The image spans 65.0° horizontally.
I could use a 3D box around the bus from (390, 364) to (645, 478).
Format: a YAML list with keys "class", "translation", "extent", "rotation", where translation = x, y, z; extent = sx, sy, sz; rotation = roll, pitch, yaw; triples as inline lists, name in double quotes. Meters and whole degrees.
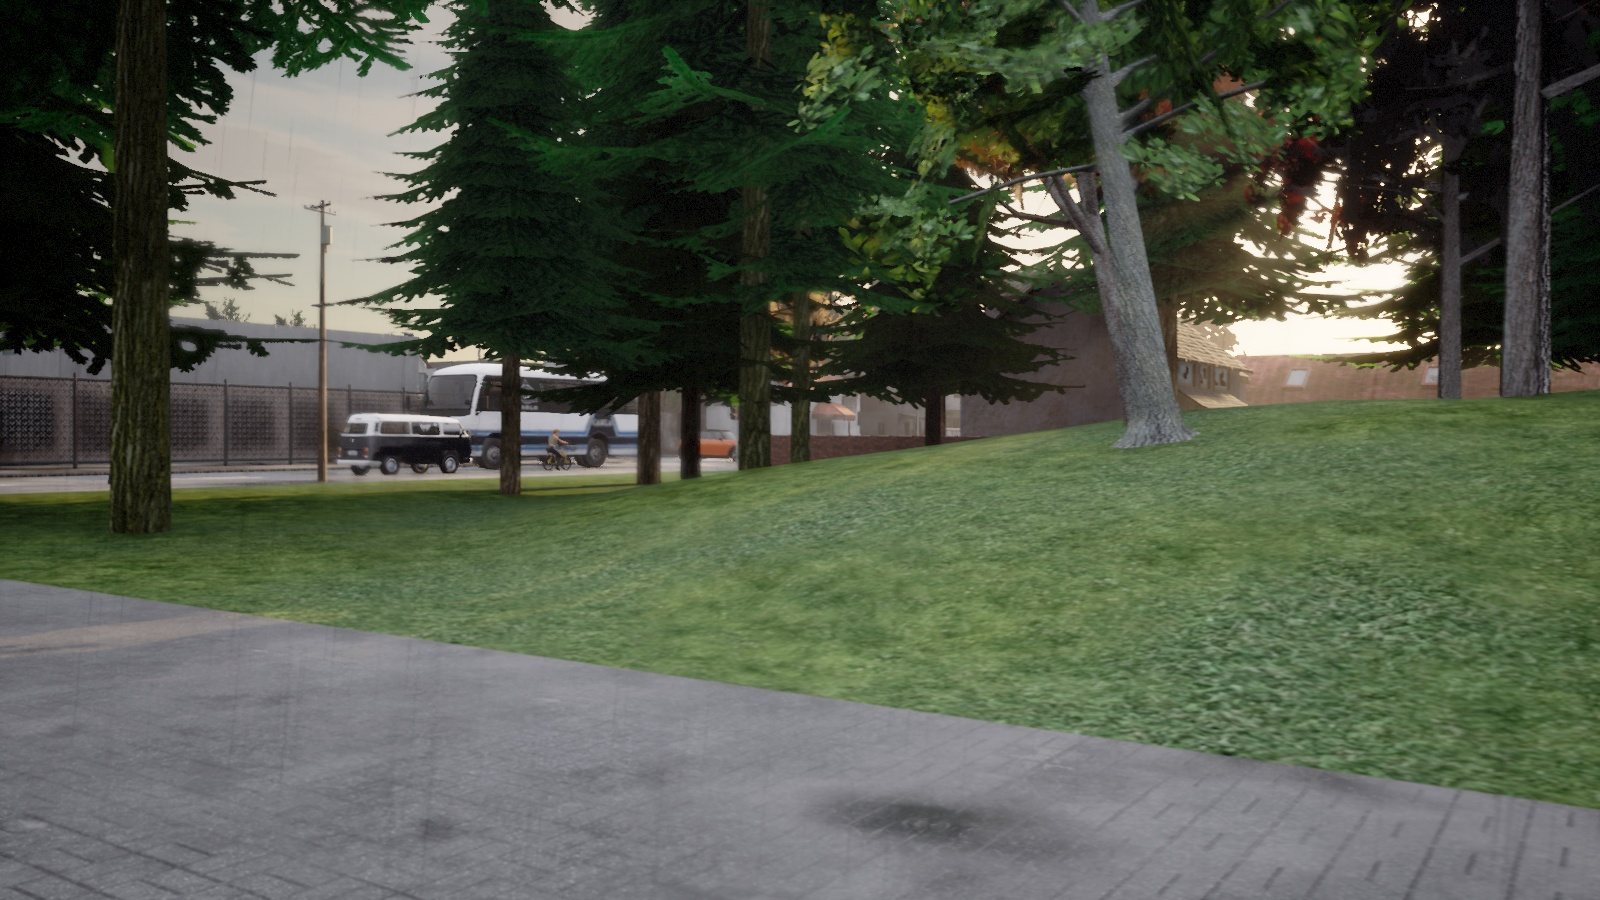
- class: "bus"
  translation: [-11.416, -1.172, 52.174]
  extent: [3.944, 4.253, 10.273]
  rotation: [0, 1, 35]

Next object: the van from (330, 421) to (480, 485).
- class: "van"
  translation: [-13.231, 0.071, 42.325]
  extent: [2.069, 2.038, 4.480]
  rotation: [0, 1, 34]

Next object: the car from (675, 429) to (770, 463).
- class: "car"
  translation: [-4.145, -0.203, 67.270]
  extent: [4.553, 1.767, 2.097]
  rotation: [0, 1, 21]

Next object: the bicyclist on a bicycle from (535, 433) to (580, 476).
- class: "bicyclist on a bicycle"
  translation: [-9.303, 0.168, 48.226]
  extent: [0.866, 1.612, 1.509]
  rotation: [0, 1, 33]
